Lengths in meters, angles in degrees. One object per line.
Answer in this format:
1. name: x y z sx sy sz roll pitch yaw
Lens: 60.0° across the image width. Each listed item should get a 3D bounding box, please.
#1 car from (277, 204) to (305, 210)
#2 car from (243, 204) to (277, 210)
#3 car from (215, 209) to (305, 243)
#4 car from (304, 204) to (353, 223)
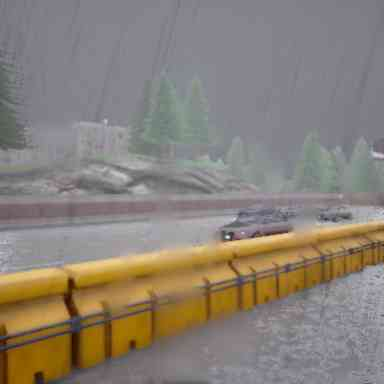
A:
1. car: 10.101 1.800 30.700 4.181 1.385 1.994 0 -1 -41
2. car: 6.735 1.832 32.390 5.357 1.411 2.033 0 -1 -41
3. car: 3.028 1.702 15.269 4.181 1.385 1.994 0 -1 -40
4. car: 11.364 1.749 27.140 4.181 1.385 1.994 0 -1 -41
